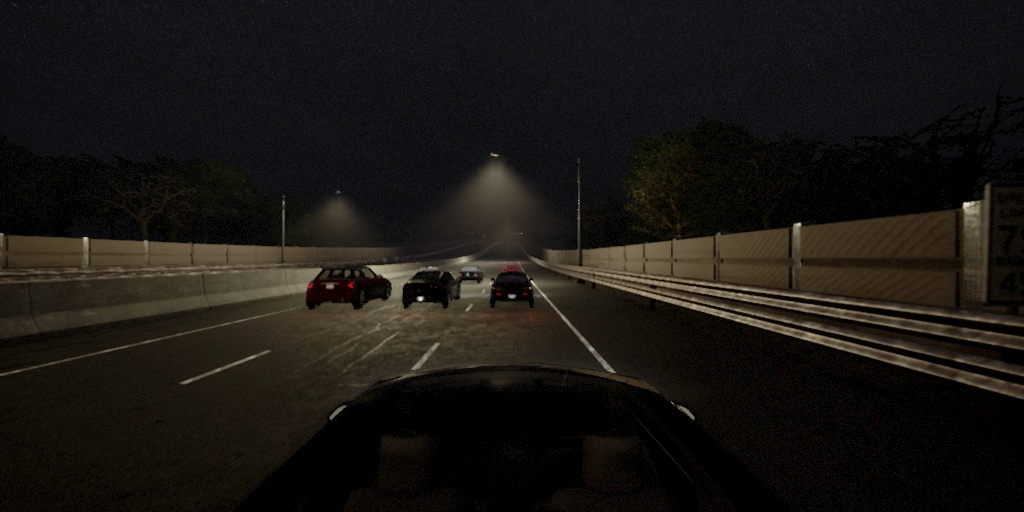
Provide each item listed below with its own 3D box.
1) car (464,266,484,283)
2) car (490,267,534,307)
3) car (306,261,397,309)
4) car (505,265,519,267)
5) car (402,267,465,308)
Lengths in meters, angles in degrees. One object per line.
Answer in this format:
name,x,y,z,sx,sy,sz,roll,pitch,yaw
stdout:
car,-3.500,1.557,30.835,2.033,1.411,5.357,0,0,0
car,0.005,1.407,16.225,1.812,1.442,4.674,0,0,0
car,-6.997,1.229,15.910,2.097,1.767,4.553,0,-1,0
car,0.005,1.539,31.244,1.812,1.442,4.674,0,0,0
car,-3.496,1.388,16.140,1.837,1.490,4.892,0,0,0
